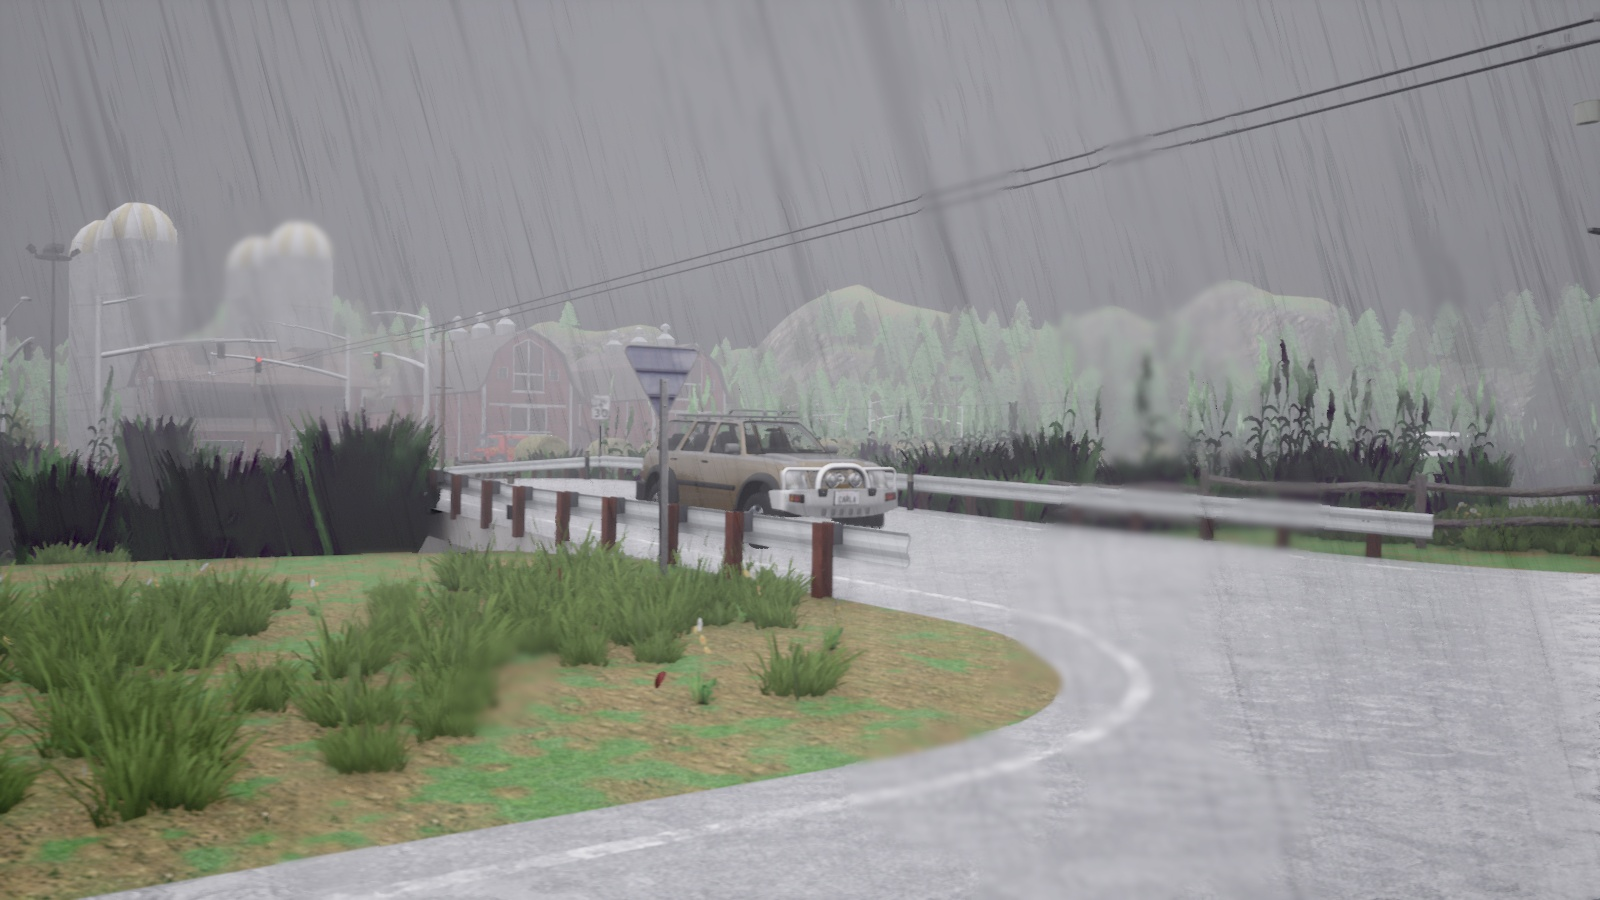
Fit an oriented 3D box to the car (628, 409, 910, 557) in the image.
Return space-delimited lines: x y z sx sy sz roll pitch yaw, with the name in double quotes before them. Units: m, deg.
"car" -0.607 0.358 18.325 1.932 1.855 4.605 0 2 -34
